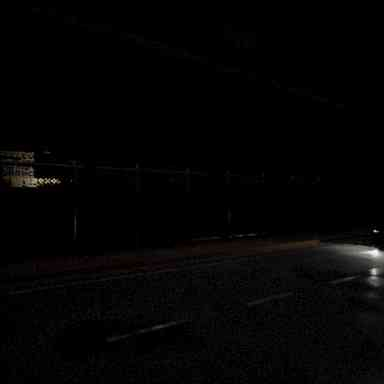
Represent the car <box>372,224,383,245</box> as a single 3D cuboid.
[{"bbox_3d":[10.345,1.762,15.613,4.674,1.442,1.812,1,-1,-35],"label":"car"}]
